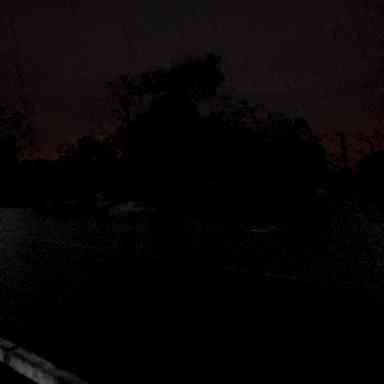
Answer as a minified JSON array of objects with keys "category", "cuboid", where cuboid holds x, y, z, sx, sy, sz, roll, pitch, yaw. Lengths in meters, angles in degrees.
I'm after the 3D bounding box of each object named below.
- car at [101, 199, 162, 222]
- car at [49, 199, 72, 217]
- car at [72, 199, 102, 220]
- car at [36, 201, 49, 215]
[{"category":"car","cuboid":[-4.266,1.441,25.541,2.002,1.452,4.674,0,0,35]},{"category":"car","cuboid":[-9.500,1.381,29.262,2.231,1.521,4.892,0,0,35]},{"category":"car","cuboid":[-6.827,1.390,27.373,2.097,1.535,5.008,0,0,35]},{"category":"car","cuboid":[-12.168,1.409,31.164,2.002,1.452,4.674,0,0,35]}]
